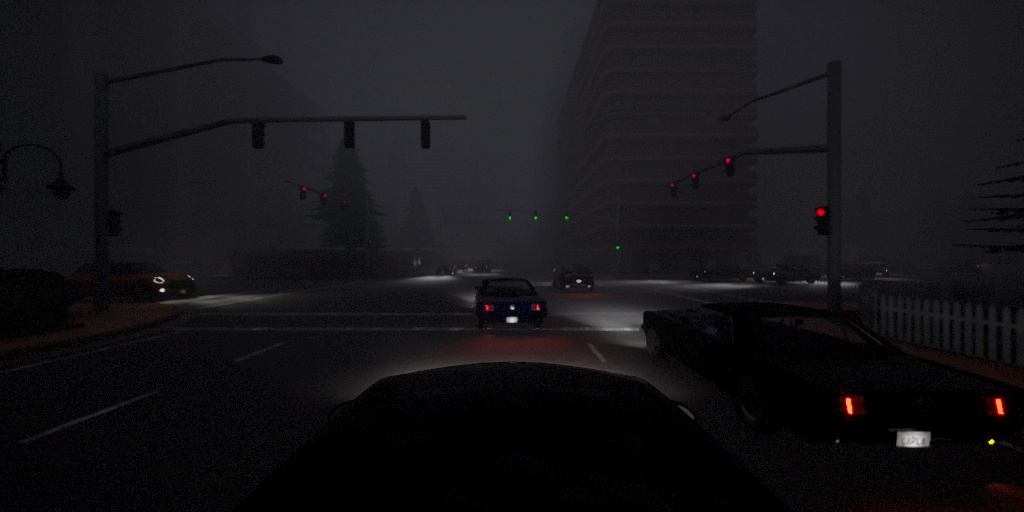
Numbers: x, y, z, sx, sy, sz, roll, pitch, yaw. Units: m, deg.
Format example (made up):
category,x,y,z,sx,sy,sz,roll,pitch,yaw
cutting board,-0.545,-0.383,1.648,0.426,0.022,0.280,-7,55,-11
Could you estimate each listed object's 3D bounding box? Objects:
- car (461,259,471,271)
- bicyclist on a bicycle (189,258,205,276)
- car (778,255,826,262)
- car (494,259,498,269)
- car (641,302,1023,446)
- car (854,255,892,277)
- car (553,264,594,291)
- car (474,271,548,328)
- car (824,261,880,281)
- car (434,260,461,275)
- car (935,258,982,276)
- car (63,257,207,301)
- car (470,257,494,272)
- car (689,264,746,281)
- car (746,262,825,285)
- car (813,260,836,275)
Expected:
category,x,y,z,sx,sy,sz,roll,pitch,yaw
car,-7.099,1.294,48.752,2.033,1.411,5.357,0,0,0
bicyclist on a bicycle,-27.892,0.993,31.773,0.582,1.620,1.656,0,0,0
car,25.645,0.915,32.115,5.566,2.045,2.150,0,0,-31
car,-3.582,1.251,54.096,1.837,1.490,4.892,0,0,0
car,3.616,1.351,5.430,1.895,1.301,4.718,0,0,0
car,35.563,0.915,35.465,2.150,2.045,5.566,0,0,44
car,3.593,1.203,21.686,1.882,1.535,5.008,0,0,0
car,-0.251,1.344,11.455,1.895,1.301,4.718,0,0,-7
car,27.915,1.294,29.426,4.718,1.301,1.895,0,0,-31
car,-7.105,1.348,39.101,1.895,1.301,4.718,0,0,0
car,45.988,1.045,37.077,2.097,1.767,4.553,0,0,35
car,-17.222,1.045,16.359,4.553,1.767,2.097,0,0,0
car,-3.603,1.225,43.997,1.882,1.535,5.008,0,0,0
car,16.585,1.294,28.513,4.718,1.301,1.895,0,0,-14
car,19.567,1.294,25.664,4.718,1.301,1.895,0,0,-18
car,33.375,1.219,38.236,1.812,1.442,4.674,0,0,42
